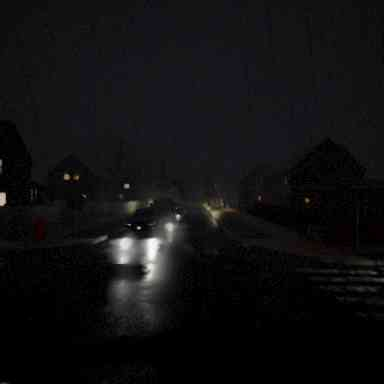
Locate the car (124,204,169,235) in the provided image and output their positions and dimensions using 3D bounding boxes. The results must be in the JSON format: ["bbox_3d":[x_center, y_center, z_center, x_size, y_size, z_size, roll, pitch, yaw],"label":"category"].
[{"bbox_3d":[-2.744,1.723,20.283,1.837,1.490,4.892,0,-1,3],"label":"car"}]

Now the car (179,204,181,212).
[{"bbox_3d":[-2.498,1.970,43.517,1.882,1.535,5.008,0,-1,1],"label":"car"}]

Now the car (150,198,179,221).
[{"bbox_3d":[-2.620,1.561,31.055,2.150,2.045,5.566,0,-1,-1],"label":"car"}]
